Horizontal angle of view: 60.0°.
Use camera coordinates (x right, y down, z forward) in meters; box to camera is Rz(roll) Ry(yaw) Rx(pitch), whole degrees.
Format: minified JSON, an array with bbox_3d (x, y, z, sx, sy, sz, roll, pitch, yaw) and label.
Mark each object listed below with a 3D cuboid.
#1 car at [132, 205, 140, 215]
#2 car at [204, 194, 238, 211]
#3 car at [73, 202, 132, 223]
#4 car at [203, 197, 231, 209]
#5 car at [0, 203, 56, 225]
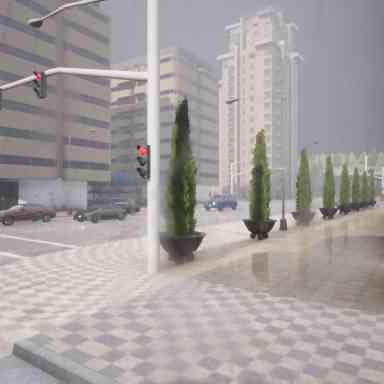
[{"bbox_3d":[-7.248,1.656,32.089,1.895,1.301,4.718,0,0,35],"label":"car"},{"bbox_3d":[3.716,1.277,41.812,2.150,2.045,5.566,0,0,35],"label":"car"},{"bbox_3d":[-7.122,1.619,26.100,1.994,1.385,4.181,0,0,35],"label":"car"},{"bbox_3d":[3.625,1.560,47.820,1.837,1.490,4.892,0,0,35],"label":"car"},{"bbox_3d":[-12.391,1.581,24.582,1.812,1.442,4.674,0,0,34],"label":"car"}]
